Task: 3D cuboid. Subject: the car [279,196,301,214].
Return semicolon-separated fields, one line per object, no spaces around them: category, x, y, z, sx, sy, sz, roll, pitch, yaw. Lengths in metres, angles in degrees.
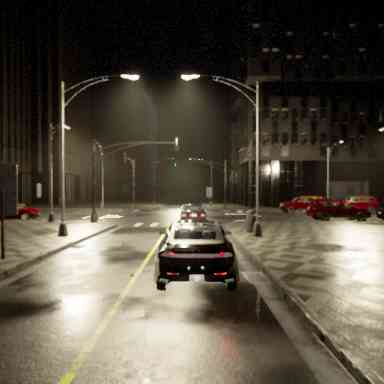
car;12.094;1.380;36.269;5.009;1.841;2.192;0;1;0

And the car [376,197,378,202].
car;17.737;1.409;36.289;5.009;1.841;2.192;0;1;0

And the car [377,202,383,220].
car;17.755;1.785;27.767;4.313;1.339;1.947;0;1;0

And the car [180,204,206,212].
car;0.092;1.600;24.632;2.033;1.411;5.357;0;0;0

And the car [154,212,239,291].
car;0.096;1.503;9.021;2.128;1.511;4.902;0;0;0

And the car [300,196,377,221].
car;12.113;1.505;27.745;5.009;1.841;2.192;0;1;0

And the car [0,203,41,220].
car;-14.929;1.609;27.656;4.507;1.381;1.887;0;1;0
